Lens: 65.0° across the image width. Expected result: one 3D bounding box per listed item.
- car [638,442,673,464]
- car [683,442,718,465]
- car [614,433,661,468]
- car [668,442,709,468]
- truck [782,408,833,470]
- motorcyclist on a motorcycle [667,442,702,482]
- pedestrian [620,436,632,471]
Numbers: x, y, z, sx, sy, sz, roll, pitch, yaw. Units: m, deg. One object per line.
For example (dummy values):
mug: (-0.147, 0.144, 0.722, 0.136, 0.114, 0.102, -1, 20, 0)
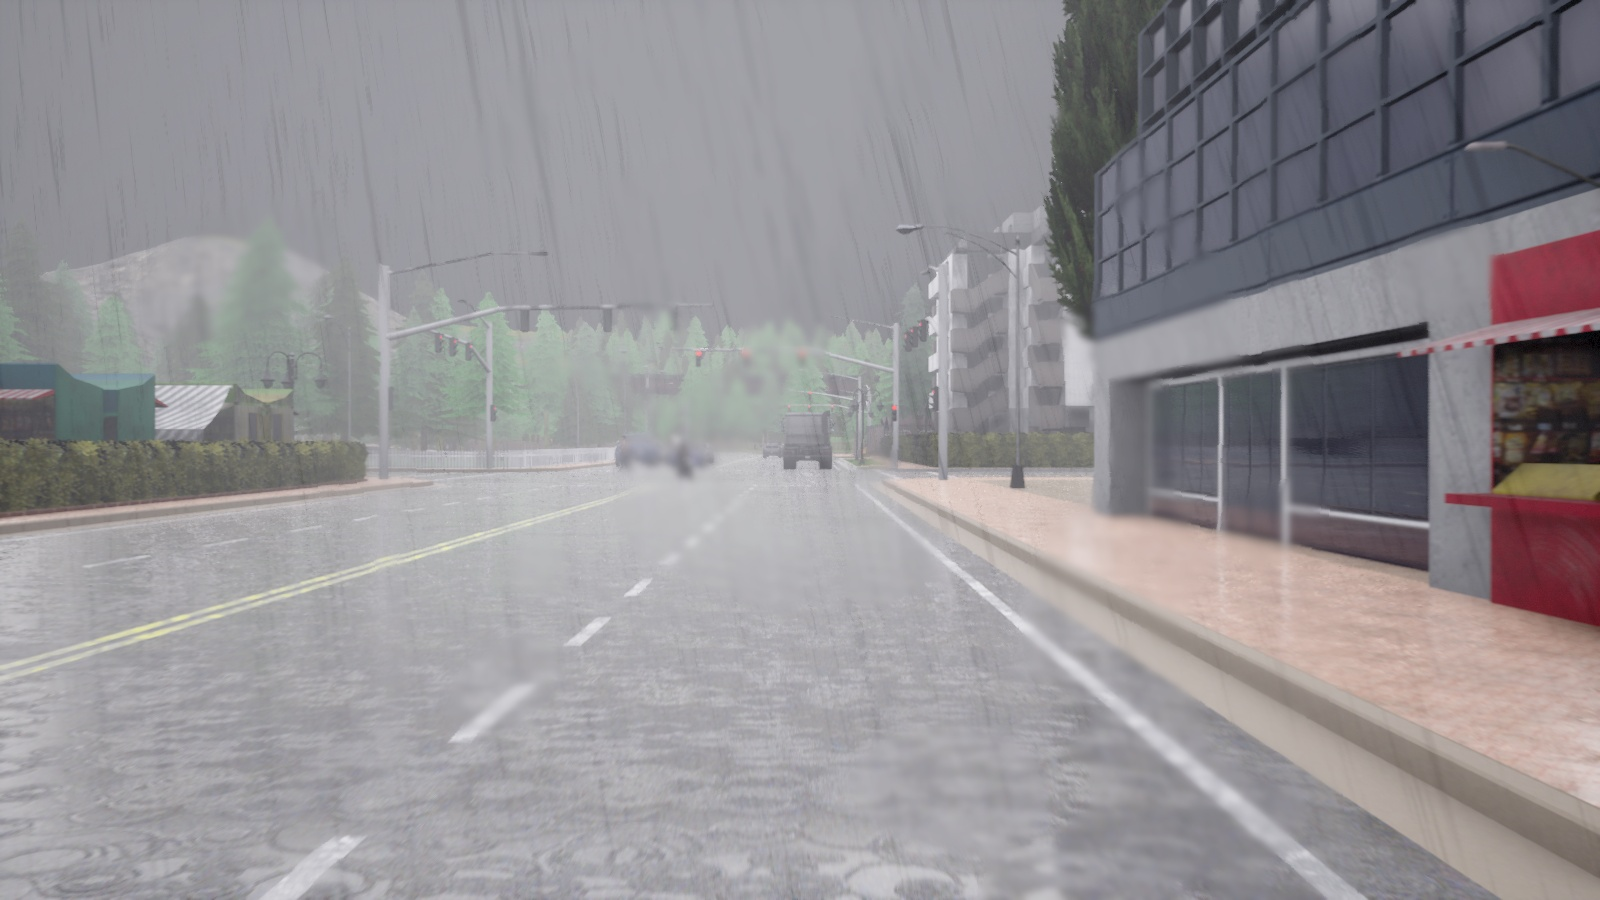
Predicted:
car: (-9.981, 0.213, 87.088, 1.970, 1.475, 3.806, 0, 0, 0)
car: (-6.506, 0.241, 82.552, 1.970, 1.475, 3.806, 0, 0, 1)
car: (-10.035, 0.018, 77.962, 2.150, 2.045, 5.566, 0, 0, 0)
car: (-6.555, 0.270, 74.173, 2.007, 1.525, 4.514, 0, 0, 0)
truck: (0.446, -0.653, 74.222, 2.891, 3.462, 7.936, 0, 0, 0)
motorcyclist on a motorcycle: (-4.589, 0.445, 49.701, 0.797, 1.523, 2.044, -1, 1, -21)
pedestrian: (-9.183, 0.161, 66.226, 0.594, 1.836, 0.345, 0, 0, 2)
